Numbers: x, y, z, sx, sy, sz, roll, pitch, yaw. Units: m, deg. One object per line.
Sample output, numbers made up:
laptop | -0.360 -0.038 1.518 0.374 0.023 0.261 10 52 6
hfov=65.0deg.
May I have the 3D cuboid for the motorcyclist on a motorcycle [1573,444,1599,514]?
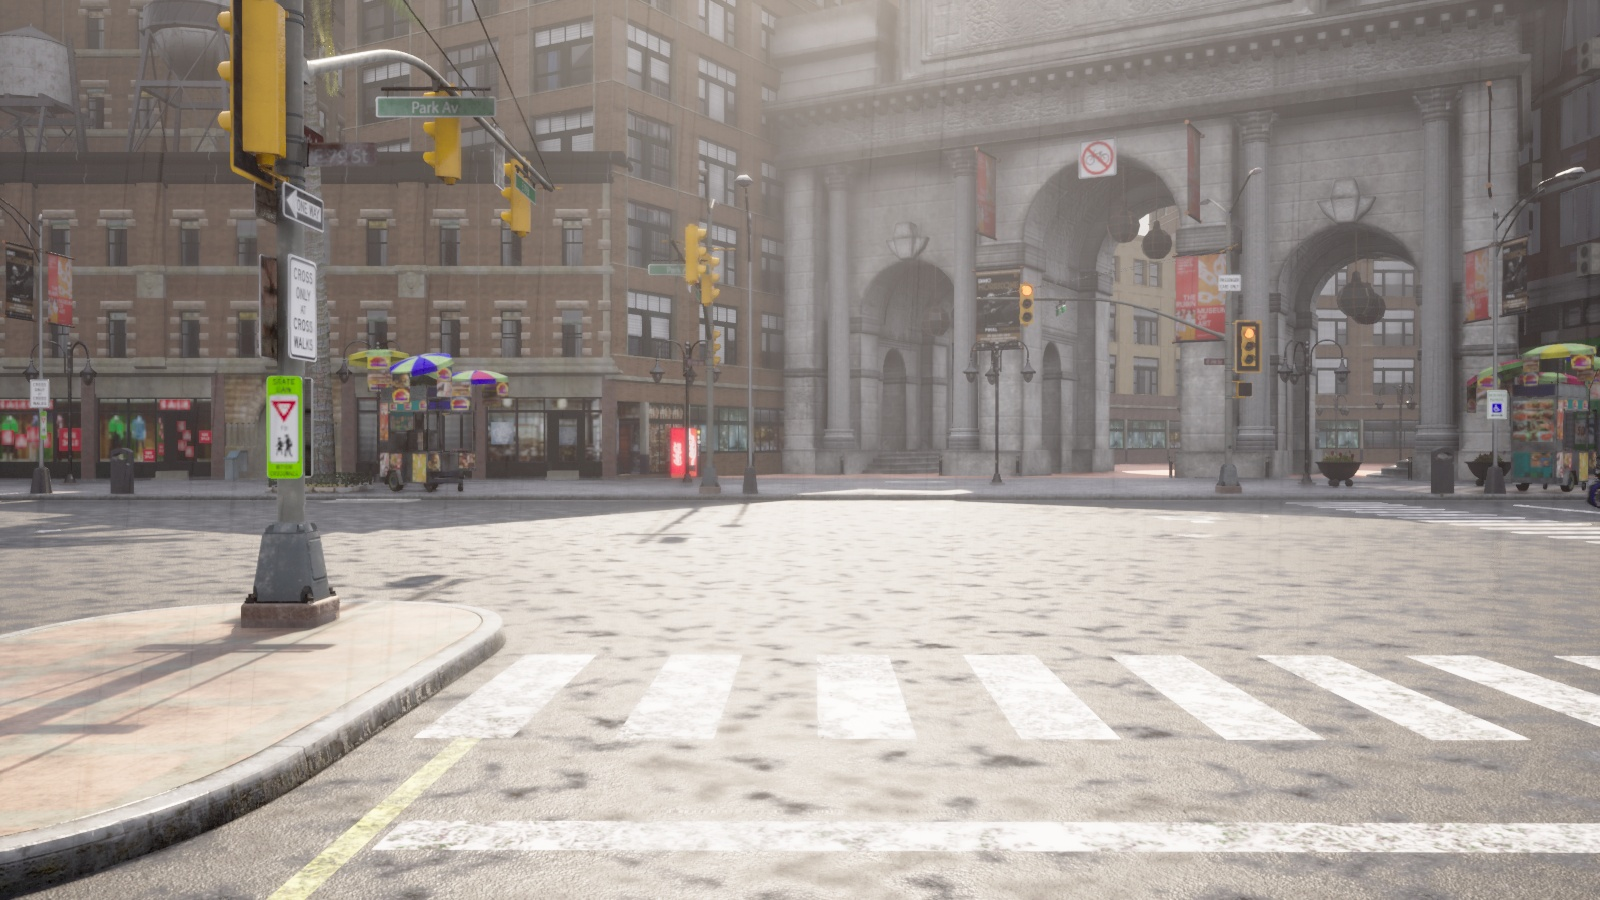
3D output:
motorcyclist on a motorcycle | 18.687 0.638 28.151 2.191 1.530 0.866 0 0 1
